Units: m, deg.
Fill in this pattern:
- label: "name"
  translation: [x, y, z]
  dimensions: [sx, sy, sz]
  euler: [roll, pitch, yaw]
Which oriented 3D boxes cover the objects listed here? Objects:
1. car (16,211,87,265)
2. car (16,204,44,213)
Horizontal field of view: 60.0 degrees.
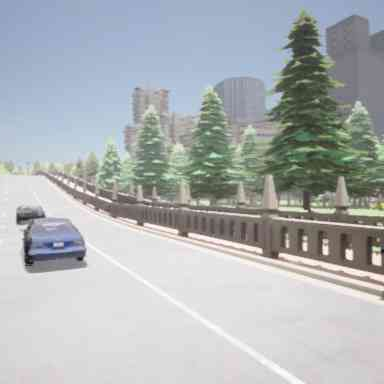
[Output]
- label: "car"
  translation: [-5.230, 1.664, 12.307]
  dimensions: [2.033, 1.411, 5.357]
  euler: [0, 0, -28]
- label: "car"
  translation: [-12.715, 1.594, 26.109]
  dimensions: [1.895, 1.301, 4.718]
  euler: [0, 2, -28]
